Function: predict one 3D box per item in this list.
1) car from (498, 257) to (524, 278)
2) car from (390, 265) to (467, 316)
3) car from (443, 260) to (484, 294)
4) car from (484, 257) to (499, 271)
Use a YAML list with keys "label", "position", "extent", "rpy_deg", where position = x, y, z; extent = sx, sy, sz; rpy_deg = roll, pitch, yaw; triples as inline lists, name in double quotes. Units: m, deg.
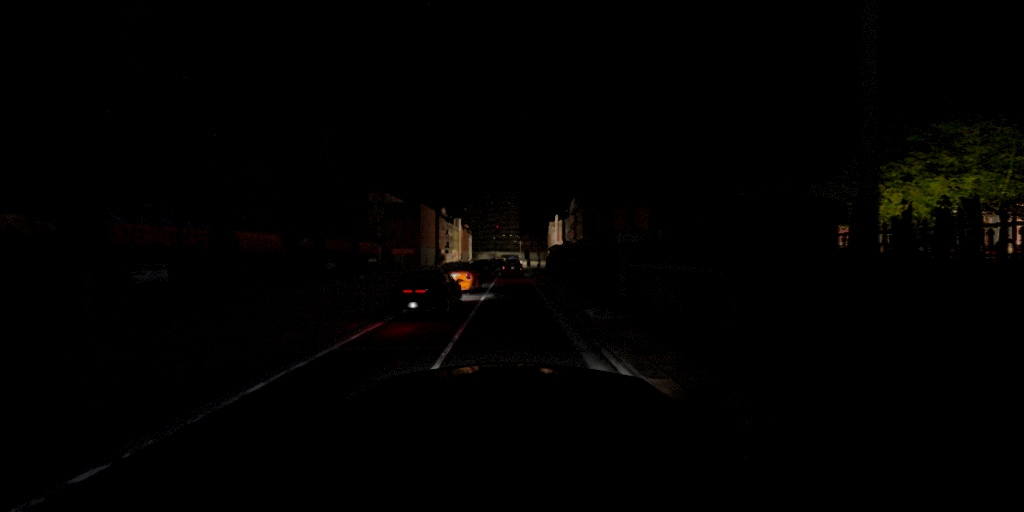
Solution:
- label: "car"
  position: [0.066, 1.092, 33.779]
  extent: [2.097, 1.767, 4.553]
  rpy_deg: [0, 0, 1]
- label: "car"
  position: [-3.016, 1.249, 13.353]
  extent: [1.837, 1.490, 4.892]
  rpy_deg: [0, 0, 0]
- label: "car"
  position: [-2.981, 1.095, 20.323]
  extent: [2.097, 1.767, 4.553]
  rpy_deg: [0, 0, 0]
- label: "car"
  position: [-4.325, 1.252, 47.692]
  extent: [4.892, 1.490, 1.837]
  rpy_deg: [1, 0, 25]
